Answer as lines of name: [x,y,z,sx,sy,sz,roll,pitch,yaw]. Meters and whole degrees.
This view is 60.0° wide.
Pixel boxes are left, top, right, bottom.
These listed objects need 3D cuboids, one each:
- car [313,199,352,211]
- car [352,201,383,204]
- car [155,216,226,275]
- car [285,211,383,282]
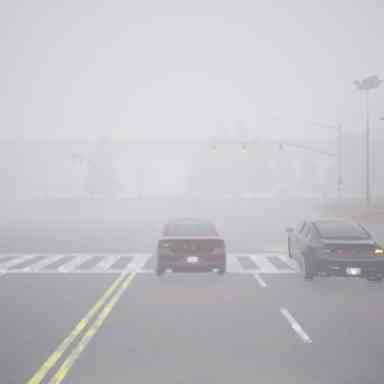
car: [16.609,1.594,38.570,4.892,1.490,1.837,0,0,0]
car: [18.007,1.637,31.566,4.181,1.385,1.994,0,0,0]
car: [-0.129,1.502,10.607,1.882,1.535,5.008,0,0,-3]
car: [4.006,1.528,9.877,1.837,1.490,4.892,0,0,9]
